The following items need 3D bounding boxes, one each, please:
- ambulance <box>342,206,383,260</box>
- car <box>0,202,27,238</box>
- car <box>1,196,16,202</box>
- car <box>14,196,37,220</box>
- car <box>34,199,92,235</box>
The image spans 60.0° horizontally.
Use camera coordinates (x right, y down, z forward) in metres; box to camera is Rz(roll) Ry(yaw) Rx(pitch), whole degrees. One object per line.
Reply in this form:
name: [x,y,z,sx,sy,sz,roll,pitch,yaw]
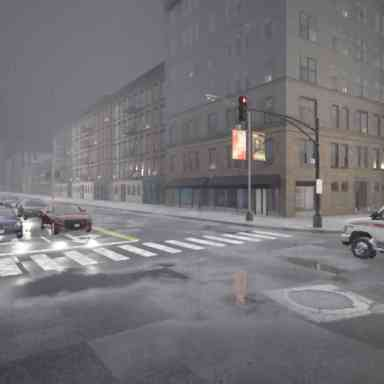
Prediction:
ambulance: [7.513,0.971,9.111,2.351,2.431,6.366,0,1,-35]
car: [-9.617,1.445,16.402,1.812,1.442,4.674,-1,1,-35]
car: [-20.158,1.216,37.213,2.128,1.511,4.902,-1,1,-34]
car: [-12.352,1.330,25.978,1.837,1.490,4.892,-1,1,-35]
car: [-7.095,1.362,18.431,1.882,1.535,5.008,-1,1,-35]
